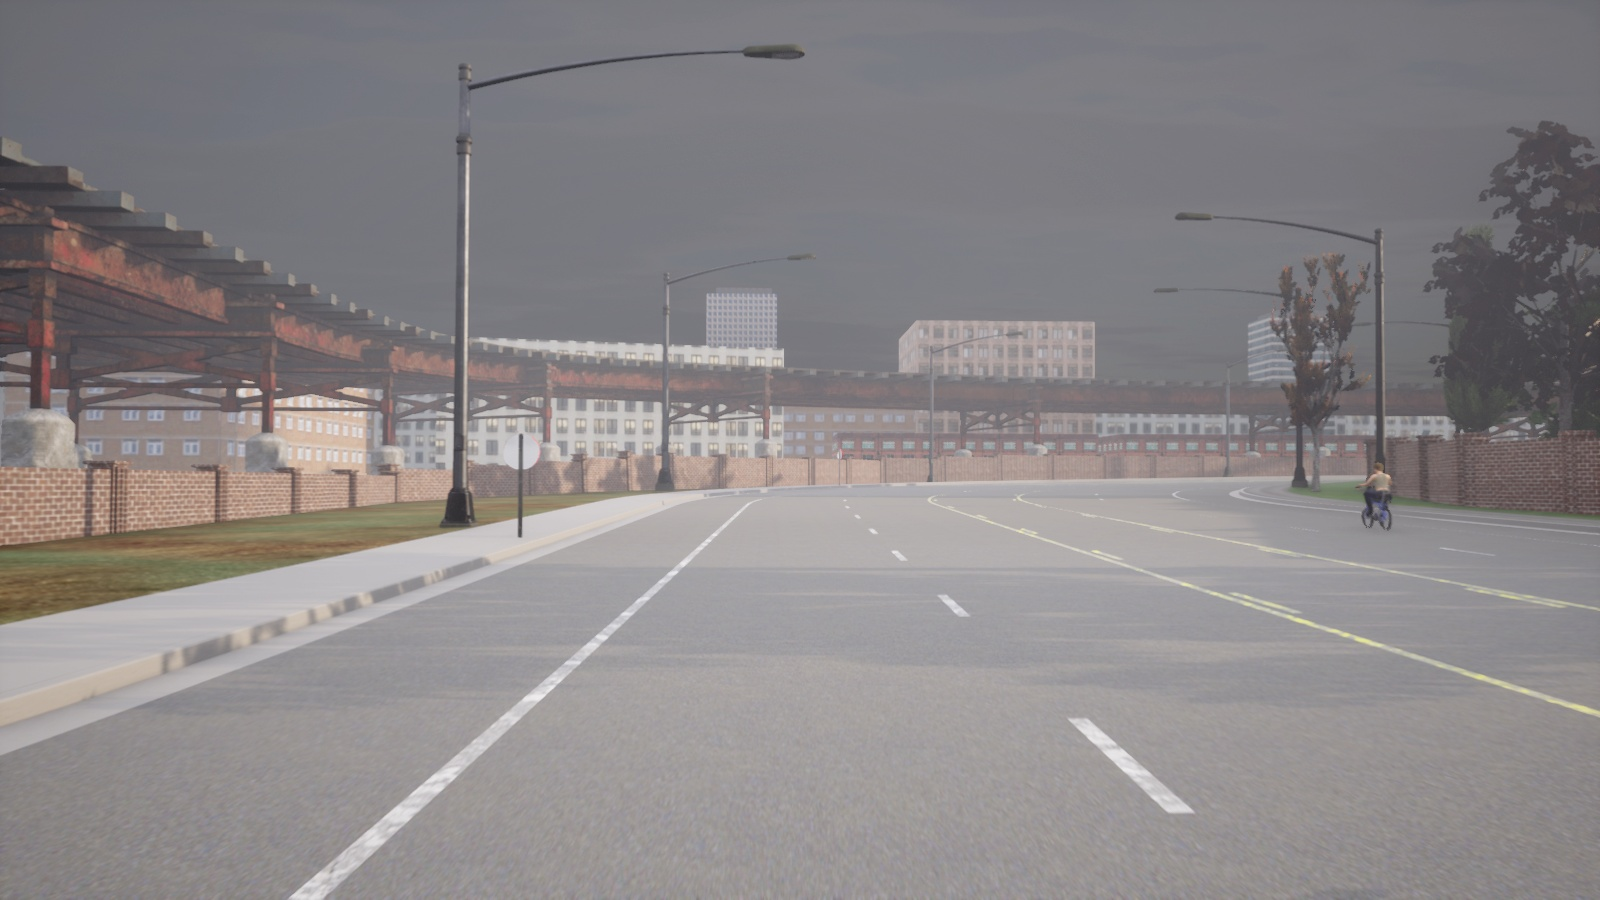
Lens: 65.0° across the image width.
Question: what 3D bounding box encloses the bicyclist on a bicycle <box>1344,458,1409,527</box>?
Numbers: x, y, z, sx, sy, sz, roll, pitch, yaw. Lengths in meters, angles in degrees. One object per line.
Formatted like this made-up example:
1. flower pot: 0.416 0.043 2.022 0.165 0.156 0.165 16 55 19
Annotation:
1. bicyclist on a bicycle: 13.917 1.008 30.379 0.866 1.612 1.509 0 -1 0
